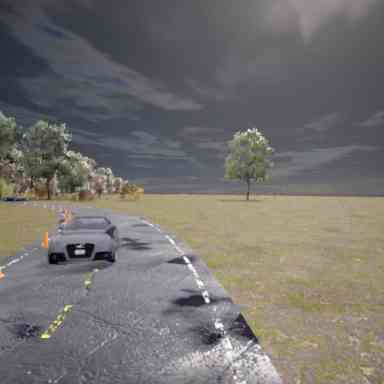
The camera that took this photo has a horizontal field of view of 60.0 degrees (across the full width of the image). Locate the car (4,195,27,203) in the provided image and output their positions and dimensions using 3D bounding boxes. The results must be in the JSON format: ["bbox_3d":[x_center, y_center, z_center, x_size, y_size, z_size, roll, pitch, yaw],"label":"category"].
[{"bbox_3d":[-31.224,1.259,58.901,4.718,1.301,1.895,1,0,35],"label":"car"}]

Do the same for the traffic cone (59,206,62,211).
[{"bbox_3d":[-14.302,1.817,36.151,0.340,0.580,0.340,1,0,-30],"label":"traffic cone"}]

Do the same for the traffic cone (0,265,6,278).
[{"bbox_3d":[-5.139,1.944,8.766,0.340,0.580,0.340,0,0,-8],"label":"traffic cone"}]

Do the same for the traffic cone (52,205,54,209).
[{"bbox_3d":[-16.819,1.780,40.287,0.340,0.580,0.340,1,0,-33],"label":"traffic cone"}]

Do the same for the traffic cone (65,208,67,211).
[{"bbox_3d":[-12.054,1.850,31.862,0.340,0.580,0.340,0,0,-26],"label":"traffic cone"}]

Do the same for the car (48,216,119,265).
[{"bbox_3d":[-3.596,1.552,11.643,1.994,1.385,4.181,0,0,-10],"label":"car"}]

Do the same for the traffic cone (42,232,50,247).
[{"bbox_3d":[-5.924,1.933,13.543,0.340,0.580,0.340,0,0,-11],"label":"traffic cone"}]

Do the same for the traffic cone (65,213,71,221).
[{"bbox_3d":[-8.403,1.900,22.899,0.340,0.580,0.340,0,0,-18],"label":"traffic cone"}]

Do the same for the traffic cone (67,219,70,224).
[{"bbox_3d":[-7.014,1.919,18.261,0.340,0.580,0.340,0,0,-15],"label":"traffic cone"}]

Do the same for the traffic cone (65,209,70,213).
[{"bbox_3d":[-10.085,1.877,27.439,0.340,0.580,0.340,0,0,-22],"label":"traffic cone"}]
